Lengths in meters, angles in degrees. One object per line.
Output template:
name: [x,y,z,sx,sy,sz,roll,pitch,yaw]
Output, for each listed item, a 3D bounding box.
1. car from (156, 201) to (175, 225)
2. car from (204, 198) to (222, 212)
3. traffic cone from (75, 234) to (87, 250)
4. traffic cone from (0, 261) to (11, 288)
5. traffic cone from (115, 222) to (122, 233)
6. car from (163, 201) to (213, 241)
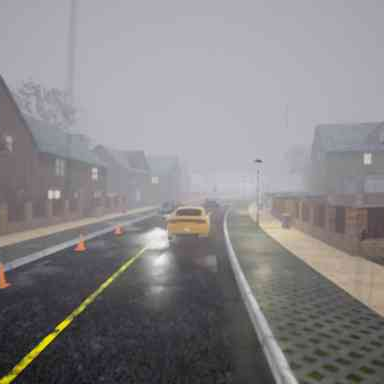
car: [-1.340,1.444,23.495,2.128,1.511,4.902,0,0,4]
car: [2.214,1.352,36.304,2.128,1.511,4.902,0,1,9]
traffic cone: [-4.340,1.944,12.977,0.340,0.580,0.340,0,0,3]
traffic cone: [-4.577,1.951,7.932,0.340,0.580,0.340,0,0,2]
traffic cone: [-3.998,1.931,18.016,0.340,0.580,0.340,0,0,4]
car: [-0.056,1.459,16.835,1.882,1.535,5.008,0,0,4]
